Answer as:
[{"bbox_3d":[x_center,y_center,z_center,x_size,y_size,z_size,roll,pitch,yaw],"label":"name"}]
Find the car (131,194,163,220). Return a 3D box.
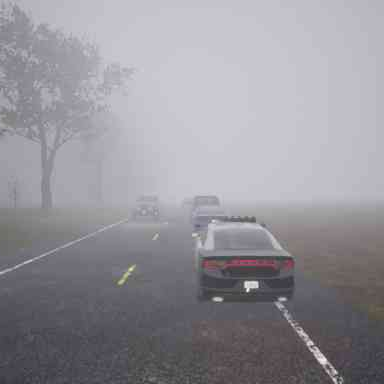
[{"bbox_3d":[-3.764,1.234,28.651,2.150,2.045,5.566,0,0,-1],"label":"car"}]

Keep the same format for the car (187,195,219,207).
[{"bbox_3d":[0.933,1.233,24.364,2.150,2.045,5.566,0,0,-1],"label":"car"}]

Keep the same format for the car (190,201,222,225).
[{"bbox_3d":[0.981,1.483,18.327,1.882,1.535,5.008,0,0,0],"label":"car"}]

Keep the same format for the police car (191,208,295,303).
[{"bbox_3d":[1.034,1.426,8.427,1.930,1.638,5.238,0,0,0],"label":"police car"}]

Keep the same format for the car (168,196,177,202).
[{"bbox_3d":[-4.712,1.646,81.085,1.994,1.385,4.181,0,0,-2],"label":"car"}]

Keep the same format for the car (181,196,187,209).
[{"bbox_3d":[-0.367,1.382,45.836,2.097,1.767,4.553,0,0,0],"label":"car"}]

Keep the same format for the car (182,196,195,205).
[{"bbox_3d":[-0.638,1.537,58.885,2.128,1.511,4.902,0,0,-1],"label":"car"}]
